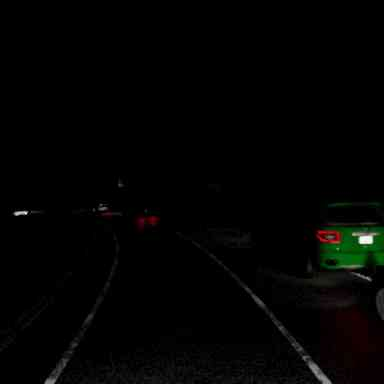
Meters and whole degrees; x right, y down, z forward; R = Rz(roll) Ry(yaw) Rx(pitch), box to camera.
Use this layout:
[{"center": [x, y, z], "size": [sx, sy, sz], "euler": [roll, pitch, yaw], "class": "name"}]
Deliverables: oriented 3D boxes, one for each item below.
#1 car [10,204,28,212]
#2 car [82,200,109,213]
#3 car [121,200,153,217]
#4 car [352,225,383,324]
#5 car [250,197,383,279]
[{"center": [-29.971, 2.672, 57.578], "size": [1.895, 1.301, 4.718], "euler": [-5, 2, -41], "class": "car"}, {"center": [-12.462, 1.797, 42.770], "size": [1.837, 1.490, 4.892], "euler": [-4, 2, -41], "class": "car"}, {"center": [-5.462, 1.554, 32.677], "size": [2.128, 1.511, 4.902], "euler": [-3, 1, -30], "class": "car"}, {"center": [4.176, 1.455, 3.909], "size": [1.882, 1.535, 5.008], "euler": [0, 0, -3], "class": "car"}, {"center": [3.553, 1.166, 10.175], "size": [2.150, 2.045, 5.566], "euler": [-1, 0, -8], "class": "car"}]
